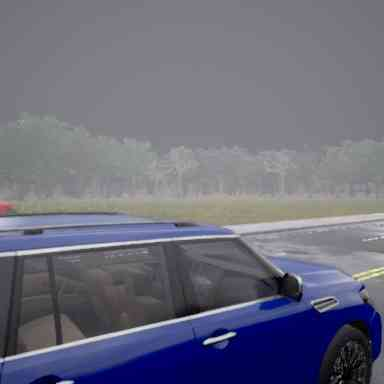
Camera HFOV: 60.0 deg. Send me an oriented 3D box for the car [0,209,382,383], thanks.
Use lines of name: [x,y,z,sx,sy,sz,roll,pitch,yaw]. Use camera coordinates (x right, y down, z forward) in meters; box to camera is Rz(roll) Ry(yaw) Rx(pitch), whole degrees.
car: [-0.494,1.218,3.088,5.566,2.045,2.150,0,0,-36]

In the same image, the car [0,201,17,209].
car: [-6.506,1.225,7.029,5.566,2.045,2.150,0,0,-36]

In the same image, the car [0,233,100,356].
car: [-3.767,1.565,4.990,4.181,1.385,1.994,0,0,-36]
